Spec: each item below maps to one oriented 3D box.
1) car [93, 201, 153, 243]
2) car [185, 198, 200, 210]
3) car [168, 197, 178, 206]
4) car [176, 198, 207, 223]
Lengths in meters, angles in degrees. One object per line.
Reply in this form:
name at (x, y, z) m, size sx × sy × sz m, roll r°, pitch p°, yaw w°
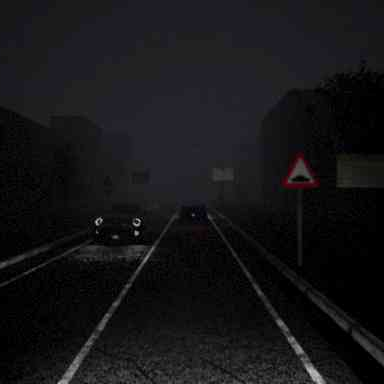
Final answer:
car at (-3.097, 1.248, 15.684) m, size 2.097 × 1.767 × 4.553 m, roll 1°, pitch 0°, yaw 0°
car at (0.075, 1.433, 41.291) m, size 1.812 × 1.442 × 4.674 m, roll 0°, pitch 0°, yaw 0°
car at (-3.082, 1.623, 57.761) m, size 1.812 × 1.442 × 4.674 m, roll 0°, pitch -1°, yaw 1°
car at (0.083, 1.357, 23.986) m, size 1.882 × 1.535 × 5.008 m, roll 0°, pitch 0°, yaw 0°
